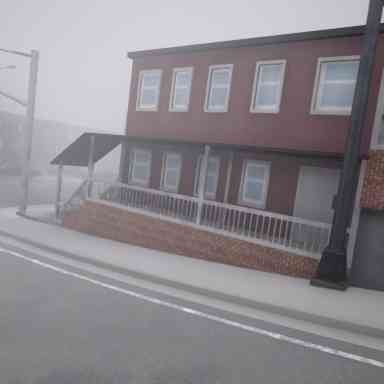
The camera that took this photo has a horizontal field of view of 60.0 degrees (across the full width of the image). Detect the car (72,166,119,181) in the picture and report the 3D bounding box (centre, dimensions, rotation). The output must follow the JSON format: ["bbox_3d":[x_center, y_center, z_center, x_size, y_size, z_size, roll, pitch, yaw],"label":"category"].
[{"bbox_3d":[-11.404,-2.145,40.939,2.033,1.411,5.357,11,6,36],"label":"car"}]

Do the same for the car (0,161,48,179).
[{"bbox_3d":[-17.484,-2.151,32.495,2.033,1.411,5.357,11,6,37],"label":"car"}]

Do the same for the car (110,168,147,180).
[{"bbox_3d":[-9.428,-2.671,49.591,2.033,1.411,5.357,11,6,36],"label":"car"}]

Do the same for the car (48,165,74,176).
[{"bbox_3d":[-15.525,-2.723,41.124,1.837,1.490,4.892,11,6,35],"label":"car"}]
